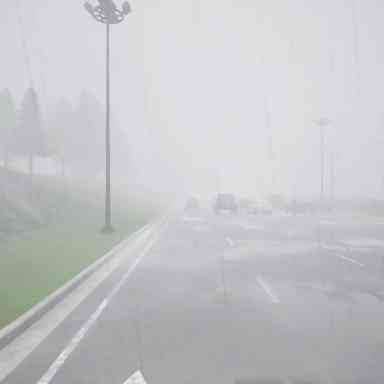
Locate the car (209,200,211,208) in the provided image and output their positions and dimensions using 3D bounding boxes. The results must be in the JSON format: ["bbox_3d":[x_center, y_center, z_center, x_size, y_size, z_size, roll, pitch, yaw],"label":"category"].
[{"bbox_3d":[3.488,1.522,46.030,1.812,1.442,4.674,0,0,0],"label":"car"}]

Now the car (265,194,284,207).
[{"bbox_3d":[10.524,1.218,43.346,2.150,2.045,5.566,0,0,0],"label":"car"}]

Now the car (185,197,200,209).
[{"bbox_3d":[0.046,1.543,44.306,2.033,1.411,5.357,0,0,0],"label":"car"}]

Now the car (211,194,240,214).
[{"bbox_3d":[3.501,1.218,35.630,2.150,2.045,5.566,0,0,1],"label":"car"}]

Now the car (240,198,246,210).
[{"bbox_3d":[7.026,1.474,43.980,1.882,1.535,5.008,0,0,0],"label":"car"}]

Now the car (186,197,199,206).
[{"bbox_3d":[0.026,1.542,54.982,2.033,1.411,5.357,0,0,-3],"label":"car"}]

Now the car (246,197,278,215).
[{"bbox_3d":[7.046,1.523,33.979,1.812,1.442,4.674,0,0,0],"label":"car"}]

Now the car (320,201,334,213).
[{"bbox_3d":[14.047,1.597,37.337,1.895,1.301,4.718,0,0,0],"label":"car"}]

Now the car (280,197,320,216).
[{"bbox_3d":[10.551,1.502,32.893,1.837,1.490,4.892,0,0,0],"label":"car"}]
